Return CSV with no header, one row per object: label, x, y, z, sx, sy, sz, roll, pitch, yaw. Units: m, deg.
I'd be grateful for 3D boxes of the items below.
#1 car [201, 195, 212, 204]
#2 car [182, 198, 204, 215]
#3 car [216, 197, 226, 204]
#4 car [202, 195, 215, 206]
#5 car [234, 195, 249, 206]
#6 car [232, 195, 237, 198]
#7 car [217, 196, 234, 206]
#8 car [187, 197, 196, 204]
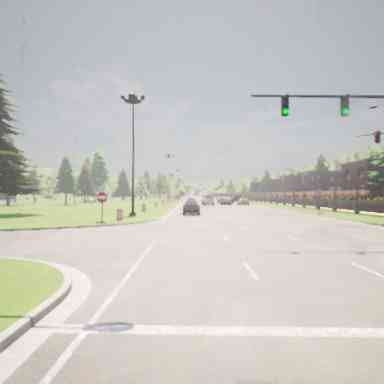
car,3.353,1.621,77.999,2.150,2.045,5.566,0,0,0
car,-0.069,1.759,36.928,2.128,1.511,4.902,0,0,0
car,6.853,1.874,77.974,1.882,1.535,5.008,0,0,0
car,3.372,1.710,67.579,2.150,2.045,5.566,0,0,0
car,10.372,1.966,67.560,1.882,1.535,5.008,0,0,0
car,10.353,1.621,78.013,2.150,2.045,5.566,0,0,0
car,6.872,2.055,67.969,1.994,1.385,4.181,0,0,0
car,-0.147,1.936,77.960,2.033,1.411,5.357,0,0,0
